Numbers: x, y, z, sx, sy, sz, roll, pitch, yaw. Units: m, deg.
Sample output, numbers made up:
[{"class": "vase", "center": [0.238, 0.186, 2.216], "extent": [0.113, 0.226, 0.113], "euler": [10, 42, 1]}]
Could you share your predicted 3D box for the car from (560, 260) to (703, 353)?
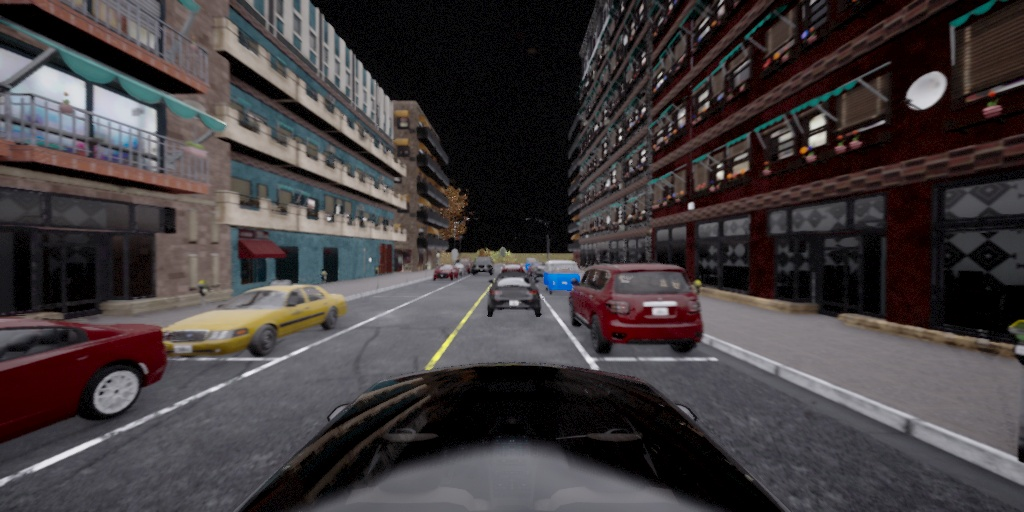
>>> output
[{"class": "car", "center": [2.688, 1.088, 8.845], "extent": [2.192, 1.841, 5.009], "euler": [0, 0, 0]}]

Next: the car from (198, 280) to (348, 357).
[{"class": "car", "center": [-5.693, 1.298, 8.622], "extent": [1.751, 1.417, 4.829], "euler": [0, 0, 0]}]

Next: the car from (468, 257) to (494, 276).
[{"class": "car", "center": [-3.108, 1.079, 39.239], "extent": [2.150, 2.045, 5.566], "euler": [0, 0, 0]}]

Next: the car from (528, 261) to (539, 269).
[{"class": "car", "center": [2.683, 1.387, 31.505], "extent": [2.007, 1.370, 4.403], "euler": [0, 0, 0]}]

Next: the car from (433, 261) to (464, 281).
[{"class": "car", "center": [-5.698, 1.382, 31.454], "extent": [1.888, 1.381, 4.507], "euler": [0, 0, 0]}]

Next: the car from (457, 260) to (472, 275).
[{"class": "car", "center": [-5.699, 1.401, 37.120], "extent": [2.007, 1.370, 4.403], "euler": [0, 0, 0]}]

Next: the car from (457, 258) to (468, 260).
[{"class": "car", "center": [-5.700, 1.178, 42.785], "extent": [2.192, 1.841, 5.009], "euler": [0, 0, 0]}]

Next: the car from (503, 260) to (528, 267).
[{"class": "car", "center": [0.072, 1.308, 29.108], "extent": [1.882, 1.535, 5.008], "euler": [0, 0, 0]}]

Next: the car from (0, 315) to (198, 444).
[{"class": "car", "center": [-5.692, 1.300, 3.126], "extent": [1.888, 1.381, 4.507], "euler": [0, 0, 0]}]

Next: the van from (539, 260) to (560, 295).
[{"class": "van", "center": [2.686, 1.147, 20.174], "extent": [1.690, 1.789, 3.998], "euler": [0, 0, 0]}]

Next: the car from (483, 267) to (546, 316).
[{"class": "car", "center": [0.071, 1.313, 13.497], "extent": [1.812, 1.442, 4.674], "euler": [0, 0, 0]}]

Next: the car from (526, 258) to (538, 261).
[{"class": "car", "center": [2.682, 1.290, 37.171], "extent": [1.967, 1.591, 4.097], "euler": [0, 0, 0]}]
